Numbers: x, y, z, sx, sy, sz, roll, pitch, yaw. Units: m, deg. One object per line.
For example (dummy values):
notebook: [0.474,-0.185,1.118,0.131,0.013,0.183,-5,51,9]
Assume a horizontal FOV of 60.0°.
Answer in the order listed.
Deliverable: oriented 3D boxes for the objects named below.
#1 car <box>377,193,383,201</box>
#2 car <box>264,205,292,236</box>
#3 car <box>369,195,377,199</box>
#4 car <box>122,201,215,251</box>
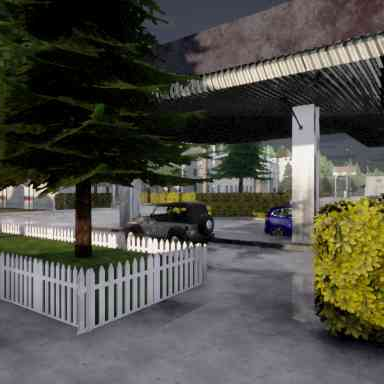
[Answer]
car: [25.808,1.077,43.496,1.905,1.878,3.866,0,0,35]
car: [5.854,1.480,15.962,4.611,1.667,2.242,0,0,35]
car: [33.073,1.298,60.237,2.007,1.523,4.514,0,0,35]
car: [-0.947,1.313,13.813,3.866,1.878,1.905,0,0,35]
